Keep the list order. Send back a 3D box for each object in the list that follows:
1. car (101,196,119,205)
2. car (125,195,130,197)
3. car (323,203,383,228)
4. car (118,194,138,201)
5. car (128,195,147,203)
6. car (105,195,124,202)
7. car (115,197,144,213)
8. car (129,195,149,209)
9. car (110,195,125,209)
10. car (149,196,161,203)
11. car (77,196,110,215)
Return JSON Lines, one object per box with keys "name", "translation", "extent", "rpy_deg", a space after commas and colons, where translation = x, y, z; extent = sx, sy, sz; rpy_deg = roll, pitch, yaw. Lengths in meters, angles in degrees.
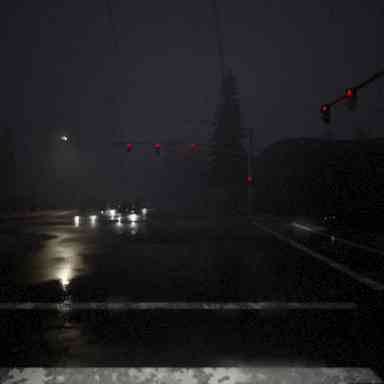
{"name": "car", "translation": [-14.826, 1.460, 59.872], "extent": [2.128, 1.511, 4.902], "rpy_deg": [0, 0, -27]}
{"name": "car", "translation": [-11.330, 1.445, 60.659], "extent": [1.882, 1.535, 5.008], "rpy_deg": [0, 0, -25]}
{"name": "car", "translation": [11.029, 1.494, 21.466], "extent": [4.892, 1.490, 1.837], "rpy_deg": [0, 0, 0]}
{"name": "car", "translation": [-14.931, 1.334, 77.930], "extent": [4.902, 1.511, 2.128], "rpy_deg": [0, 0, 43]}
{"name": "car", "translation": [-11.184, 1.469, 67.925], "extent": [1.837, 1.490, 4.892], "rpy_deg": [0, 0, -35]}
{"name": "car", "translation": [-17.747, 1.448, 75.780], "extent": [4.718, 1.301, 1.895], "rpy_deg": [0, 0, 43]}
{"name": "car", "translation": [-6.813, 1.581, 36.694], "extent": [1.895, 1.301, 4.718], "rpy_deg": [0, 0, -1]}
{"name": "car", "translation": [-7.283, 1.478, 45.788], "extent": [1.837, 1.490, 4.892], "rpy_deg": [0, 1, -6]}
{"name": "car", "translation": [-10.612, 1.468, 43.825], "extent": [2.128, 1.511, 4.902], "rpy_deg": [0, 0, -4]}
{"name": "car", "translation": [-8.345, 1.487, 69.967], "extent": [2.128, 1.511, 4.902], "rpy_deg": [0, 0, -35]}
{"name": "car", "translation": [-10.296, 1.459, 34.454], "extent": [1.882, 1.535, 5.008], "rpy_deg": [0, 0, -1]}
